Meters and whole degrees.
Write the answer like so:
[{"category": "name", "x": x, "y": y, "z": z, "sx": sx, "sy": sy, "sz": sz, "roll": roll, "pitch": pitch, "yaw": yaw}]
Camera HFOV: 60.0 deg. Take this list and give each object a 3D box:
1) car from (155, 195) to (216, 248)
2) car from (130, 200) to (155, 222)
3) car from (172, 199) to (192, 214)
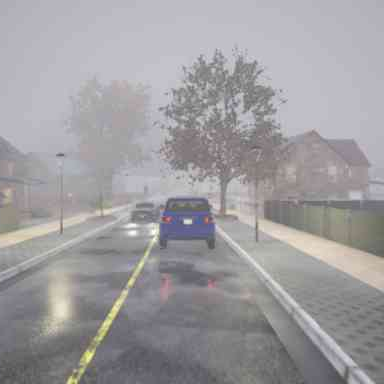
[{"category": "car", "x": -0.243, "y": 1.151, "z": 14.539, "sx": 2.150, "sy": 2.045, "sz": 5.566, "roll": 0, "pitch": 0, "yaw": -2}, {"category": "car", "x": -3.505, "y": 1.409, "z": 25.203, "sx": 1.837, "sy": 1.490, "sz": 4.892, "roll": 0, "pitch": 0, "yaw": -2}, {"category": "car", "x": -1.006, "y": 1.474, "z": 33.958, "sx": 1.895, "sy": 1.301, "sz": 4.718, "roll": 0, "pitch": 0, "yaw": -2}]
